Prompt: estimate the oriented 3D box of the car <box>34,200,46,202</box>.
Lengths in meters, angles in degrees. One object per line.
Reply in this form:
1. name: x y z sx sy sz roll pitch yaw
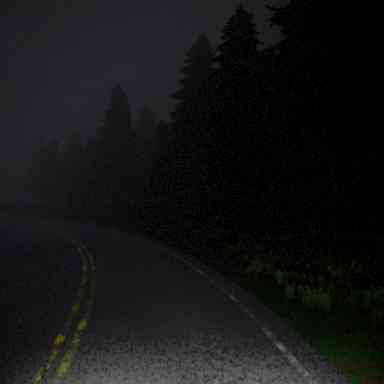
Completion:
1. car: -30.481 2.388 66.901 2.033 1.411 5.357 -2 -8 20
